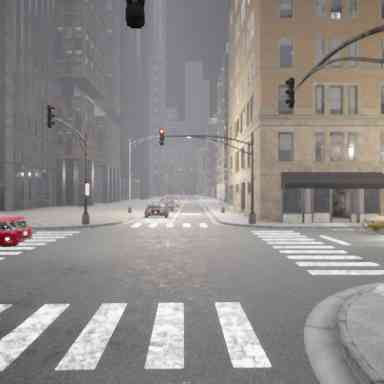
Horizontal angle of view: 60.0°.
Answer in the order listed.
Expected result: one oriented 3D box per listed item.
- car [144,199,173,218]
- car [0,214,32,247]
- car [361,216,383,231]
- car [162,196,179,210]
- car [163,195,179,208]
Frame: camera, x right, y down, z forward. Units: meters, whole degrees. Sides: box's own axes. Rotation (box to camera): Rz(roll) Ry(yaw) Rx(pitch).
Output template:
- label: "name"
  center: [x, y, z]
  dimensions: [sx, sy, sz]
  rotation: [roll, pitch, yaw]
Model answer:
- label: "car"
  center: [-3.110, 1.573, 30.209]
  dimensions: [1.994, 1.385, 4.181]
  rotation: [0, 0, 0]
- label: "car"
  center: [-9.180, 1.250, 12.604]
  dimensions: [5.566, 2.045, 2.150]
  rotation: [0, 0, -5]
- label: "car"
  center: [12.106, 1.519, 18.580]
  dimensions: [4.829, 1.417, 1.752]
  rotation: [0, 0, -1]
- label: "car"
  center: [-3.108, 1.505, 40.063]
  dimensions: [2.128, 1.511, 4.902]
  rotation: [0, 0, 0]
- label: "car"
  center: [-3.106, 1.368, 49.962]
  dimensions: [2.097, 1.767, 4.553]
  rotation: [0, 0, 0]
